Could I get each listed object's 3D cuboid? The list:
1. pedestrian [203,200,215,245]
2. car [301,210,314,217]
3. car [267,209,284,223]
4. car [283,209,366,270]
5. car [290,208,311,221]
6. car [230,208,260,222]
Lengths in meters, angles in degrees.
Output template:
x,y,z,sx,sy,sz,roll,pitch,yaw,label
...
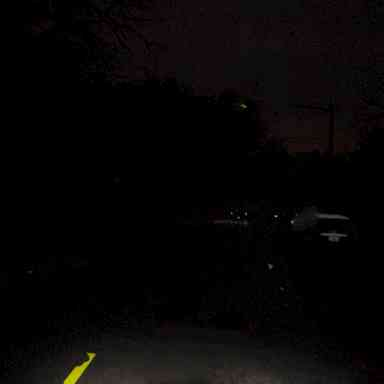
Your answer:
x,y,z,sx,sy,sz,roll,pitch,yaw,label
0.684,1.200,13.429,0.375,1.860,0.375,5,-2,-3,pedestrian
24.373,4.566,70.286,1.994,1.385,4.181,2,-3,28,car
8.849,2.389,33.358,1.994,1.385,4.181,2,-2,26,car
4.393,1.469,11.320,1.970,1.475,3.806,2,0,10,car
14.791,3.065,45.221,1.837,1.490,4.892,2,-2,28,car
5.443,2.278,33.898,1.895,1.301,4.718,2,-2,26,car
